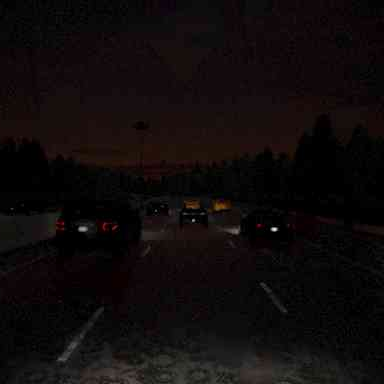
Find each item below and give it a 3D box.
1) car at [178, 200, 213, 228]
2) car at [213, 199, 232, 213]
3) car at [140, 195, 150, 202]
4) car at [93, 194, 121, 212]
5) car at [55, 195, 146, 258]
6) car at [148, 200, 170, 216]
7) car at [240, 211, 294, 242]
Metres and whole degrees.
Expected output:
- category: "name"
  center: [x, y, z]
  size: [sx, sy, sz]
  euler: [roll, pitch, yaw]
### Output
- category: "car"
  center: [0.098, 1.553, 22.840]
  size: [2.128, 1.511, 4.902]
  euler: [0, 0, 0]
- category: "car"
  center: [3.513, 1.583, 39.390]
  size: [1.882, 1.535, 5.008]
  euler: [0, 0, -1]
- category: "car"
  center: [-11.678, 1.611, 83.419]
  size: [1.837, 1.490, 4.892]
  euler: [0, 0, -1]
- category: "car"
  center: [-10.725, 1.330, 42.363]
  size: [2.150, 2.045, 5.566]
  euler: [0, 1, -1]
- category: "car"
  center: [-3.401, 1.257, 13.059]
  size: [2.150, 2.045, 5.566]
  euler: [0, 0, 0]
- category: "car"
  center: [-3.422, 1.583, 34.255]
  size: [2.128, 1.511, 4.902]
  euler: [0, 0, 0]
- category: "car"
  center: [3.600, 1.609, 16.554]
  size: [1.994, 1.385, 4.181]
  euler: [0, 0, 0]
